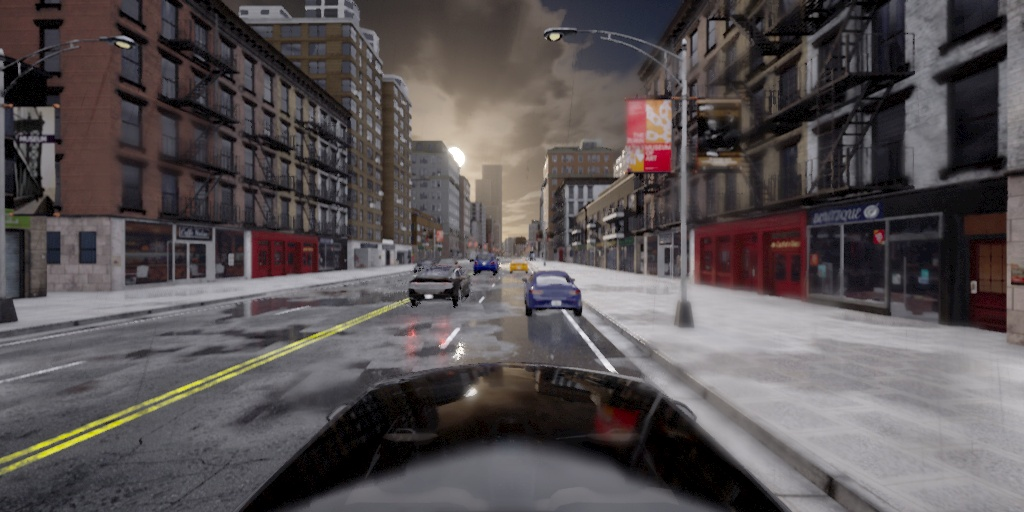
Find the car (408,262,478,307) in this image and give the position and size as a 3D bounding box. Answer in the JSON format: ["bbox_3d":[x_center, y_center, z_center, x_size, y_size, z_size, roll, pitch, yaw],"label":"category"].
[{"bbox_3d":[-2.884,1.194,15.072,2.128,1.511,4.902,0,0,1],"label":"car"}]

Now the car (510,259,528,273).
[{"bbox_3d":[0.771,1.087,39.529,1.882,1.535,5.008,0,0,1],"label":"car"}]

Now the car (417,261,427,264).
[{"bbox_3d":[-9.157,1.176,38.558,1.994,1.385,4.181,0,0,1],"label":"car"}]

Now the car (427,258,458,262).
[{"bbox_3d":[-6.006,0.985,33.117,2.097,1.767,4.553,0,0,1],"label":"car"}]

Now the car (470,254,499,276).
[{"bbox_3d":[-2.509,0.840,35.737,2.150,2.045,5.566,0,0,1],"label":"car"}]

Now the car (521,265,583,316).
[{"bbox_3d":[1.367,1.236,13.002,1.812,1.442,4.674,0,0,1],"label":"car"}]
